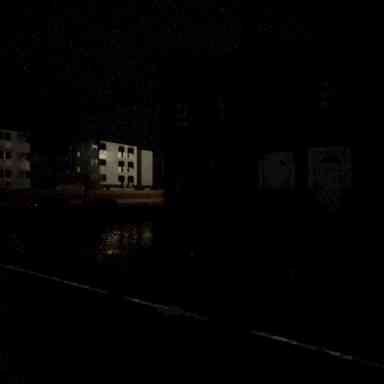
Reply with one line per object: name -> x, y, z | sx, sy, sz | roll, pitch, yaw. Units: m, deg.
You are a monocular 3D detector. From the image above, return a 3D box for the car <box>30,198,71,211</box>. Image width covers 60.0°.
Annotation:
car -> -17.497, 1.472, 41.204 | 1.837, 1.490, 4.892 | 0, 0, 38

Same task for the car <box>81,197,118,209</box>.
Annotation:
car -> -11.865, 1.462, 42.781 | 2.128, 1.511, 4.902 | 0, 0, 38
